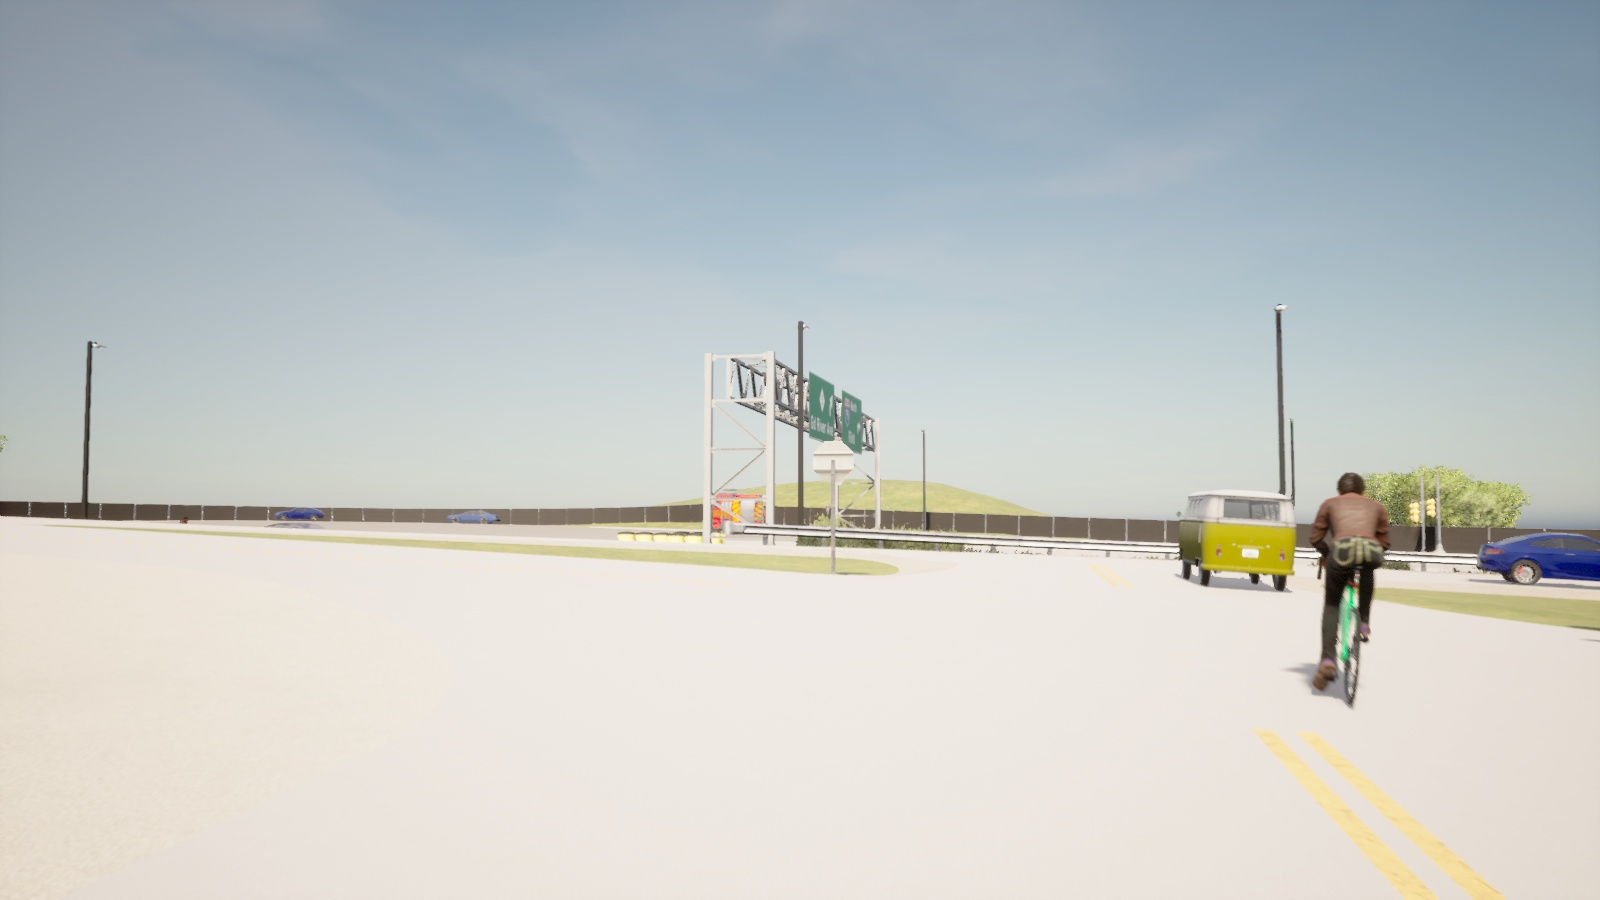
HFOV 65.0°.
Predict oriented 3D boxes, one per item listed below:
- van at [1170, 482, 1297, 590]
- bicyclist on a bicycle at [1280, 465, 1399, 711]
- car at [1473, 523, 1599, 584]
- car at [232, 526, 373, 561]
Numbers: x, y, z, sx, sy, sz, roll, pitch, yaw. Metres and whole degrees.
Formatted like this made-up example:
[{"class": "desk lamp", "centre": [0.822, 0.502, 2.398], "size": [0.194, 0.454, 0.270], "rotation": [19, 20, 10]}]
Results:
[{"class": "van", "centre": [9.092, 1.775, 26.686], "size": [1.775, 1.987, 4.442], "rotation": [3, -2, 10]}, {"class": "bicyclist on a bicycle", "centre": [3.972, 0.958, 9.341], "size": [0.582, 1.620, 1.656], "rotation": [3, -1, 18]}, {"class": "car", "centre": [20.904, 2.811, 33.841], "size": [4.674, 1.442, 1.812], "rotation": [1, -2, 21]}, {"class": "car", "centre": [-21.474, 4.009, 54.263], "size": [5.357, 1.411, 2.033], "rotation": [0, -3, 12]}]
